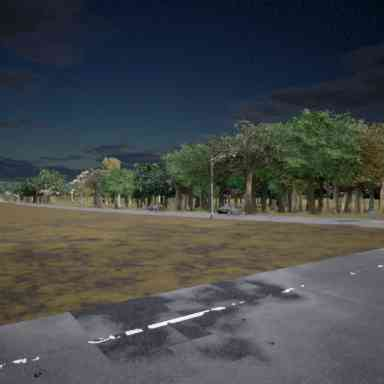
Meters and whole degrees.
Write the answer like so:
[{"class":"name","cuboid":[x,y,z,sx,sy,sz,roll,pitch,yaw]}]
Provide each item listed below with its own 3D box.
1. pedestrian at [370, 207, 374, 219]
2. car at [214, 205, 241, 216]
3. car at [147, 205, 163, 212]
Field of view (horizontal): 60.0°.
[{"class":"pedestrian","cuboid":[19.291,2.202,35.573,0.375,1.300,0.375,-2,1,-33]},{"class":"car","cuboid":[5.299,2.750,49.811,2.128,1.511,4.902,1,-2,-33]},{"class":"car","cuboid":[-7.807,3.491,69.719,1.837,1.490,4.892,1,-2,-33]}]
